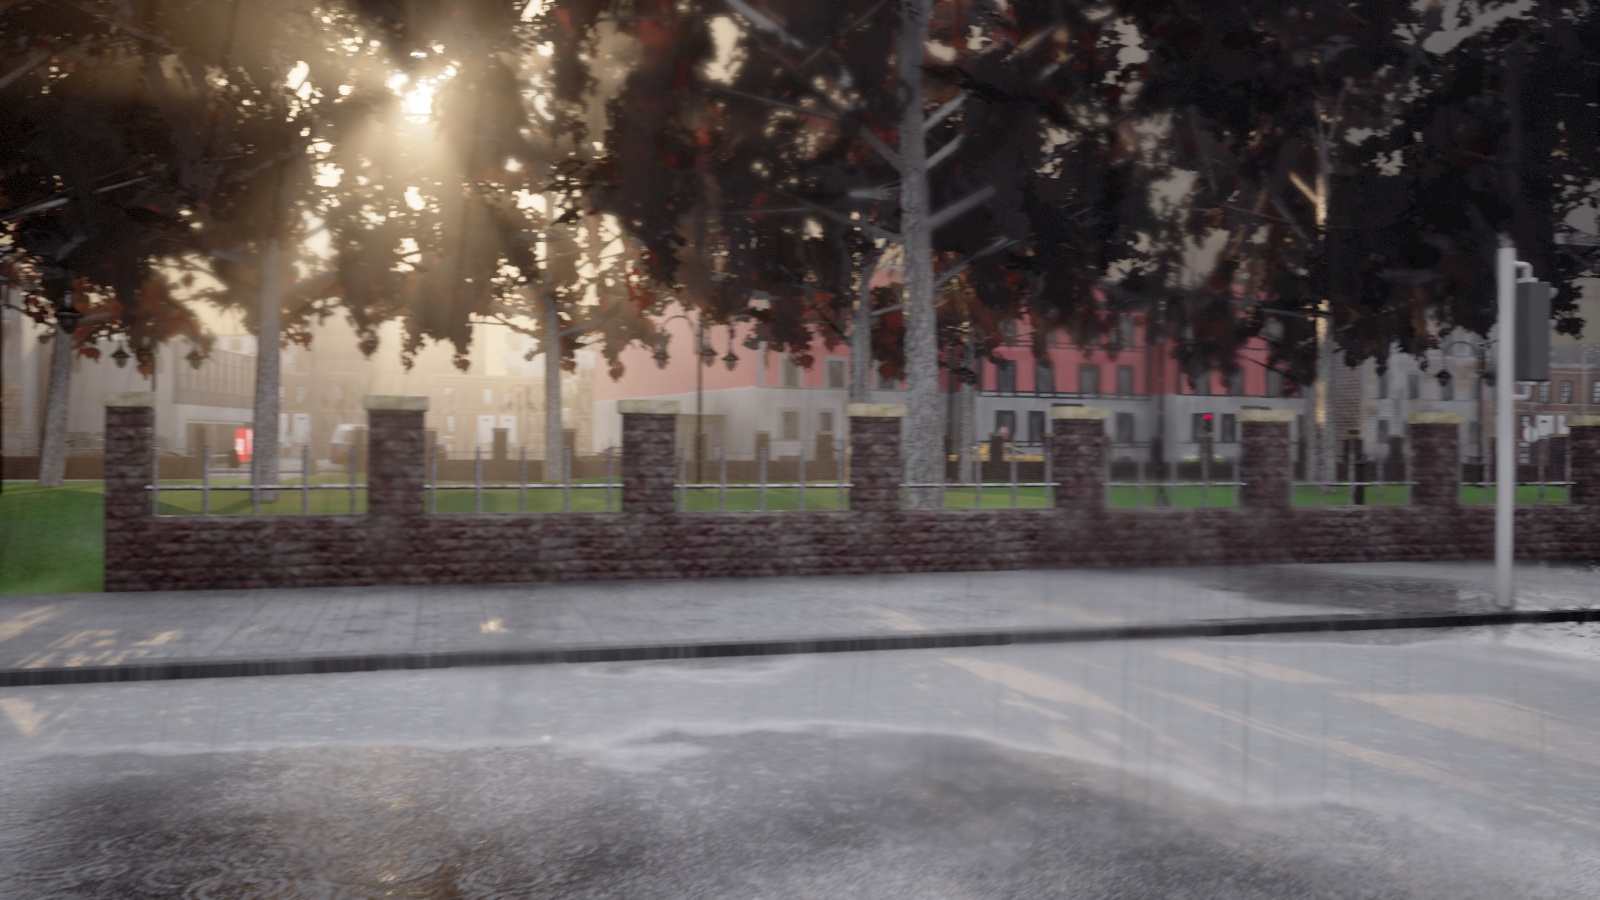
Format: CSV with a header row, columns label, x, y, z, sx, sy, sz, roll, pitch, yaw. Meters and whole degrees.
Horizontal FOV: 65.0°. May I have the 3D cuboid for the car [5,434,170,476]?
label,x,y,z,sx,sy,sz,roll,pitch,yaw
car,-26.081,0.180,46.166,4.902,1.511,2.128,0,0,-17

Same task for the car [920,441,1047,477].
label,x,y,z,sx,sy,sz,roll,pitch,yaw
car,8.258,0.396,56.490,5.366,1.575,1.801,0,0,-16

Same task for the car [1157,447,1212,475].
label,x,y,z,sx,sy,sz,roll,pitch,yaw
car,19.544,0.563,63.870,2.207,1.376,1.481,1,0,-13

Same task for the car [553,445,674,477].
label,x,y,z,sx,sy,sz,roll,pitch,yaw
car,-7.694,0.449,51.687,4.718,1.301,1.895,0,0,-17

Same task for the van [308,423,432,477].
label,x,y,z,sx,sy,sz,roll,pitch,yaw
van,-16.689,0.011,48.983,4.480,2.038,2.069,0,0,-17
